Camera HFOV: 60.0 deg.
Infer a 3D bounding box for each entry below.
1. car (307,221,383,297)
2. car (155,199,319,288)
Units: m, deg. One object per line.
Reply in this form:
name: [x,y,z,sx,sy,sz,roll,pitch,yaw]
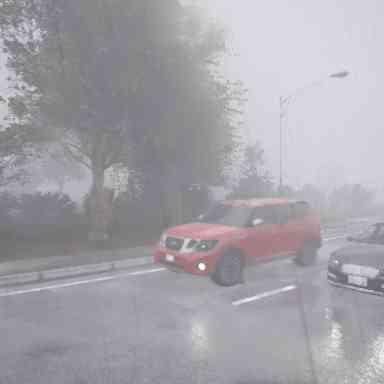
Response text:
car: [5.214,1.511,8.229,4.902,1.511,2.128,0,0,-40]
car: [1.619,1.246,9.781,5.566,2.045,2.150,0,0,-39]
